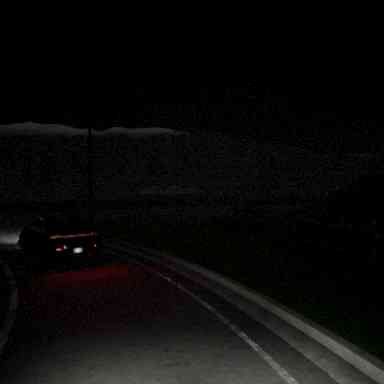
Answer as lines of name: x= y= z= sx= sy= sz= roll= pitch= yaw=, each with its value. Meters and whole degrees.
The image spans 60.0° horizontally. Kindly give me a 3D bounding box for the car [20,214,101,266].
car: x=-4.839 y=1.540 z=11.920 sx=2.128 sy=1.511 sz=4.902 roll=0 pitch=0 yaw=-36
